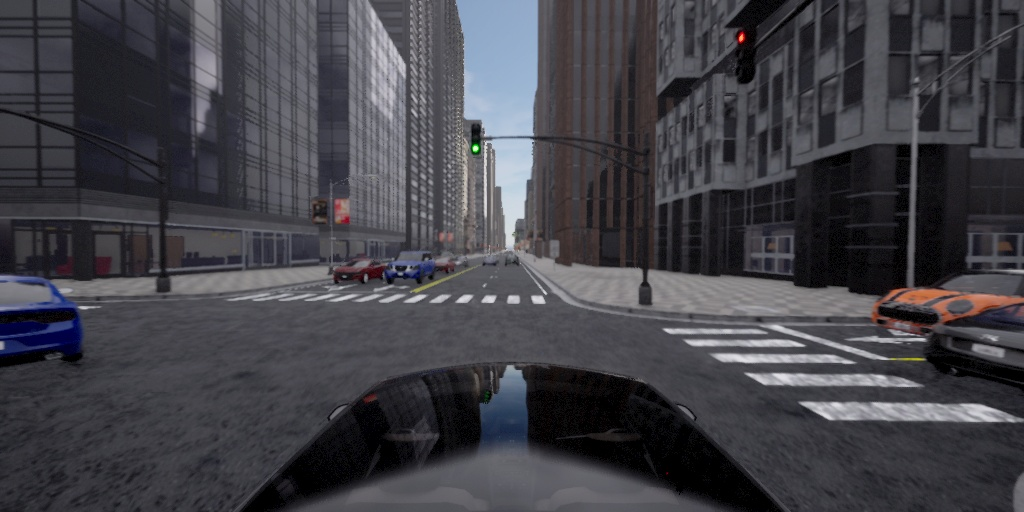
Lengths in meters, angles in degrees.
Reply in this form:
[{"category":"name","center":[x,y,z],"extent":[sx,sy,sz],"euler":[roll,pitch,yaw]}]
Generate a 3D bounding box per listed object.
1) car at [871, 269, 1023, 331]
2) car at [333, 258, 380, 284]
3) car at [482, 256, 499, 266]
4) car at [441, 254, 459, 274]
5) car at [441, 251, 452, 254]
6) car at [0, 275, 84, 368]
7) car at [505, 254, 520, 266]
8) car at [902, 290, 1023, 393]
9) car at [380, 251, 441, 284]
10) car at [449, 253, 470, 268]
[{"category":"car","center":[11.552,1.100,8.557],"extent":[4.553,1.767,2.097],"euler":[0,1,0]},{"category":"car","center":[-9.839,0.920,23.595],"extent":[1.882,1.535,5.008],"euler":[0,1,0]},{"category":"car","center":[-3.243,0.729,52.184],"extent":[1.994,1.385,4.181],"euler":[0,1,0]},{"category":"car","center":[-6.580,0.824,33.937],"extent":[1.882,1.535,5.008],"euler":[0,1,0]},{"category":"car","center":[-9.785,0.358,52.134],"extent":[2.150,2.045,5.566],"euler":[0,0,0]},{"category":"car","center":[-9.549,1.088,6.535],"extent":[5.008,1.535,1.882],"euler":[2,1,34]},{"category":"car","center":[0.008,0.532,52.185],"extent":[2.097,1.767,4.553],"euler":[0,1,0]},{"category":"car","center":[8.983,1.369,5.347],"extent":[4.181,1.385,1.994],"euler":[0,1,-2]},{"category":"car","center":[-6.589,0.676,23.940],"extent":[2.150,2.045,5.566],"euler":[0,1,0]},{"category":"car","center":[-6.562,0.708,46.029],"extent":[2.128,1.511,4.902],"euler":[0,1,0]}]
